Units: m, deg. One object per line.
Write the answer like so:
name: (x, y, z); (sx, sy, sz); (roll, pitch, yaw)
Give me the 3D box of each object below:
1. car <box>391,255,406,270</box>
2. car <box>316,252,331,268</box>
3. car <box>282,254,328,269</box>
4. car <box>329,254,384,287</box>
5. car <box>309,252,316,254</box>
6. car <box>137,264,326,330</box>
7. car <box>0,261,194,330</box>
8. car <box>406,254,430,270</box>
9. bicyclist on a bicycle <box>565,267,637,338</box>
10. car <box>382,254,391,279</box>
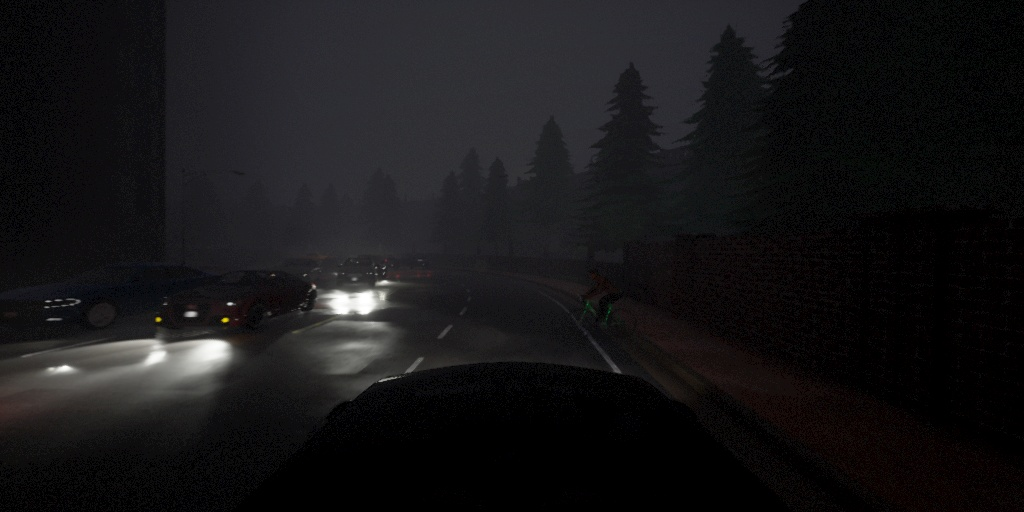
car: (-12.440, 0.575, 34.064); (2.128, 1.511, 4.902); (0, 1, -43)
car: (-15.821, 0.591, 32.815); (2.033, 1.411, 5.357); (0, 1, -45)
car: (-12.214, 0.826, 20.581); (2.033, 1.411, 5.357); (1, 1, -21)
car: (-8.584, 0.837, 20.163); (2.128, 1.511, 4.902); (1, 1, -18)
car: (-22.678, 0.282, 41.610); (5.008, 1.535, 1.882); (2, 1, 24)
car: (-7.229, 1.077, 9.944); (1.994, 1.385, 4.181); (1, 1, -3)
car: (-10.648, 0.932, 10.062); (1.882, 1.535, 5.008); (1, 1, -2)
car: (-10.263, 0.574, 36.672); (2.128, 1.511, 4.902); (0, 1, -43)
bicyclist on a bicycle: (2.050, 1.090, 8.275); (1.656, 1.620, 0.582); (0, 1, 1)
car: (-10.084, 0.667, 25.097); (2.097, 1.767, 4.553); (1, 1, -27)
